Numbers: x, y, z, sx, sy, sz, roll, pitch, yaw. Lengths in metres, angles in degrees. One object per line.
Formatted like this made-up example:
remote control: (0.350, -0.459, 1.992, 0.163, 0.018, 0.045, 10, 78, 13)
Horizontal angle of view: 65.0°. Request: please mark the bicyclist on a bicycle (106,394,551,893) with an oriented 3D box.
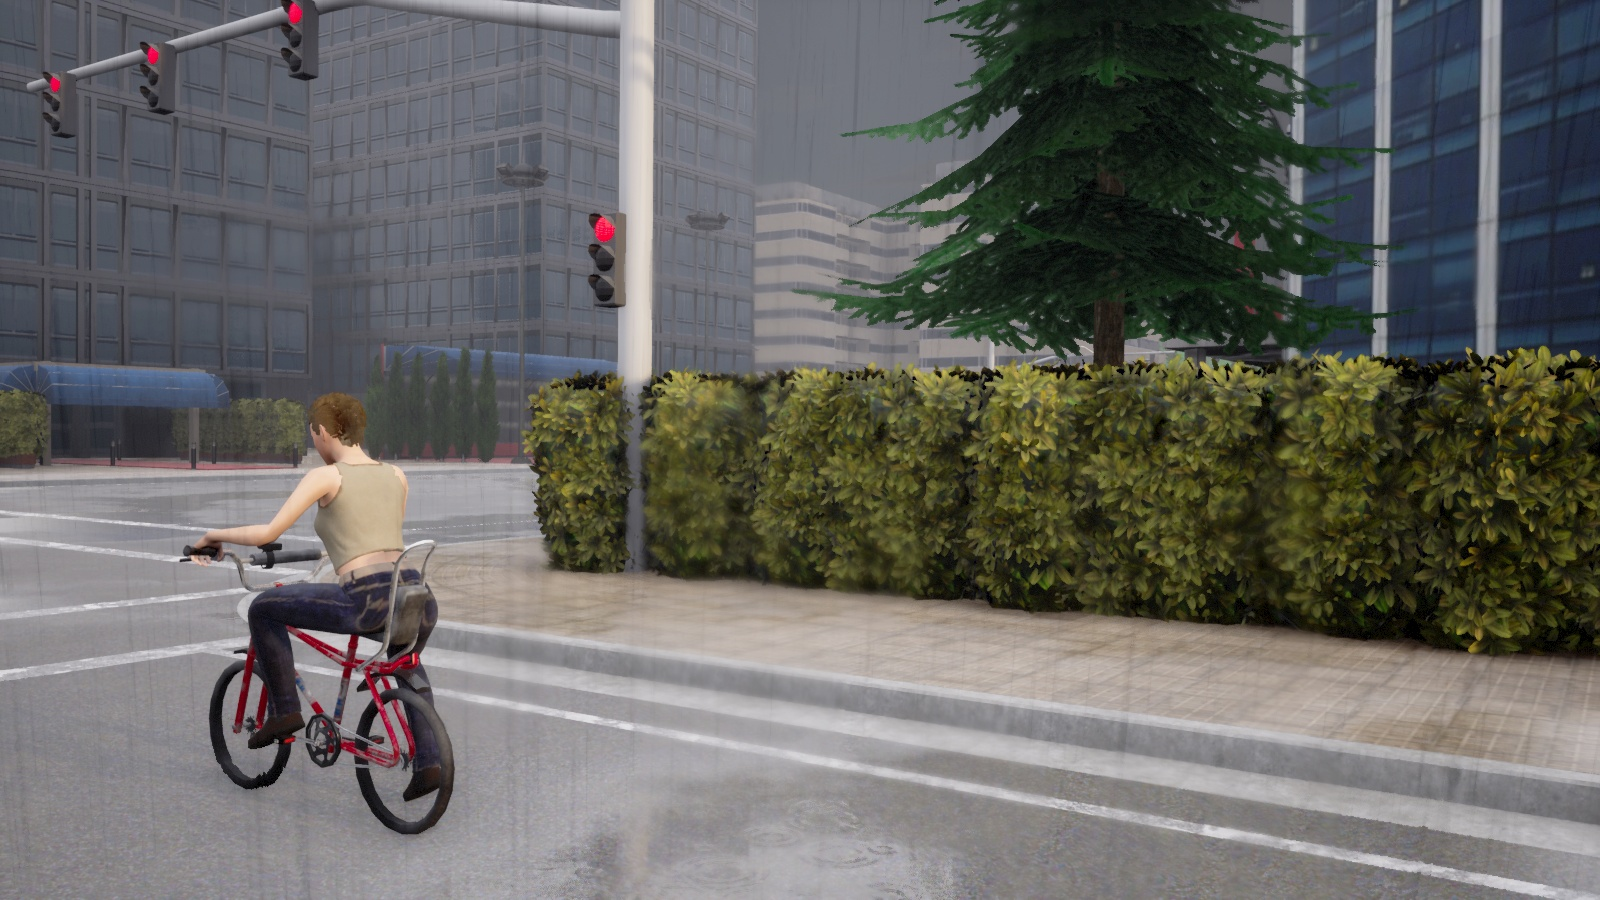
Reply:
bicyclist on a bicycle: (-1.824, 0.618, 4.828, 1.509, 1.612, 0.866, 0, 1, 34)
